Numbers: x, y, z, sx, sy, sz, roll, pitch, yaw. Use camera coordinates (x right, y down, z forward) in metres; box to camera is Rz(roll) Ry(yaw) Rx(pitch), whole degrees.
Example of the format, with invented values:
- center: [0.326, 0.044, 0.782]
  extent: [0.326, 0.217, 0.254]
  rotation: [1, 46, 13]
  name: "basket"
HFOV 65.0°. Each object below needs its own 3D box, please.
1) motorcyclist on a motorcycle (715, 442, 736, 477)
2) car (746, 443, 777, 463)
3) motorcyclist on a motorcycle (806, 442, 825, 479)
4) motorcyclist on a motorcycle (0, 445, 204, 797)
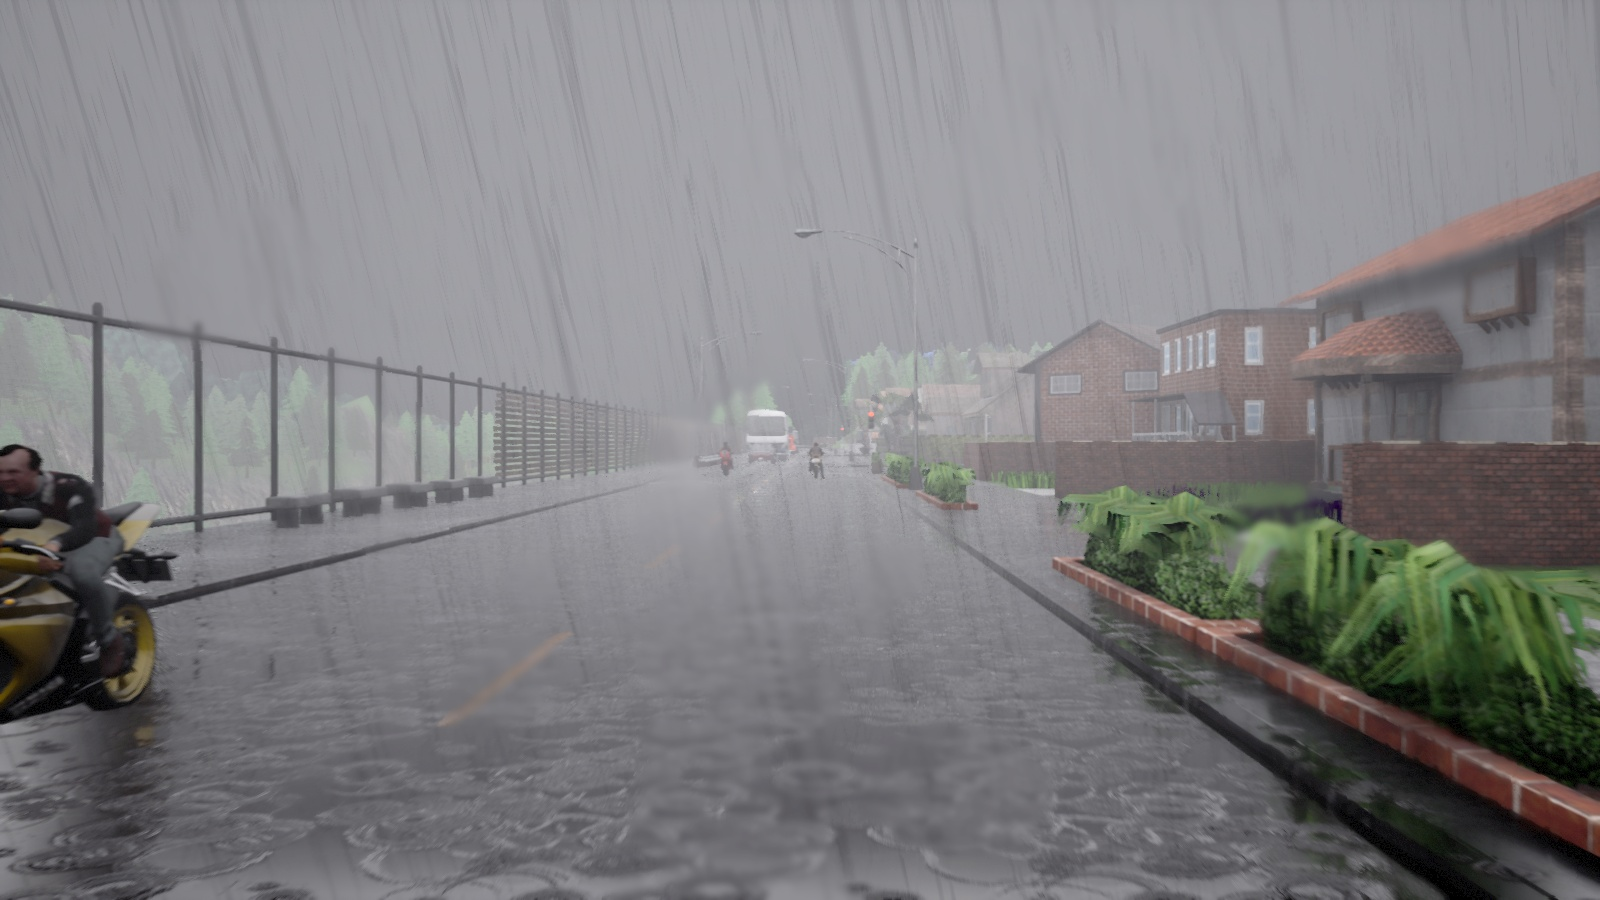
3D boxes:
- center: [-3.316, 0.409, 56.248]
  extent: [0.797, 1.523, 2.044]
  rotation: [0, 0, 0]
  name: "motorcyclist on a motorcycle"
- center: [-2.850, 0.211, 94.522]
  extent: [2.163, 1.488, 4.792]
  rotation: [0, 0, 1]
  name: "car"
- center: [0.647, 0.432, 52.651]
  extent: [0.797, 1.523, 2.044]
  rotation: [0, 0, 1]
  name: "motorcyclist on a motorcycle"
- center: [-3.907, 0.743, 6.205]
  extent: [0.866, 1.530, 2.191]
  rotation: [0, 0, 1]
  name: "motorcyclist on a motorcycle"
